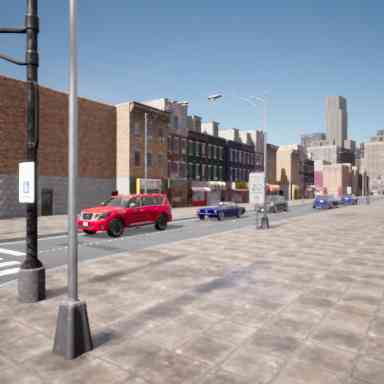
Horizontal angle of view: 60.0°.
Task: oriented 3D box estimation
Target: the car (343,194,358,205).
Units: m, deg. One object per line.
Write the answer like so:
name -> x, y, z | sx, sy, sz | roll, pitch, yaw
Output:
car -> 24.202, 1.070, 51.309 | 2.097, 1.767, 4.553 | 0, 0, 32

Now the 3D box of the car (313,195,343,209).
car -> 16.363, 1.115, 40.382 | 2.097, 1.767, 4.553 | 0, 0, 37

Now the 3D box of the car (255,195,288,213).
car -> 8.118, 1.148, 33.874 | 2.097, 1.767, 4.553 | 0, 0, 36

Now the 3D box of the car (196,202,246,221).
car -> 2.311, 1.444, 25.758 | 1.895, 1.301, 4.718 | 0, 0, 35

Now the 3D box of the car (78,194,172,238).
car -> -3.374, 1.126, 17.776 | 2.150, 2.045, 5.566 | 0, 0, 36
